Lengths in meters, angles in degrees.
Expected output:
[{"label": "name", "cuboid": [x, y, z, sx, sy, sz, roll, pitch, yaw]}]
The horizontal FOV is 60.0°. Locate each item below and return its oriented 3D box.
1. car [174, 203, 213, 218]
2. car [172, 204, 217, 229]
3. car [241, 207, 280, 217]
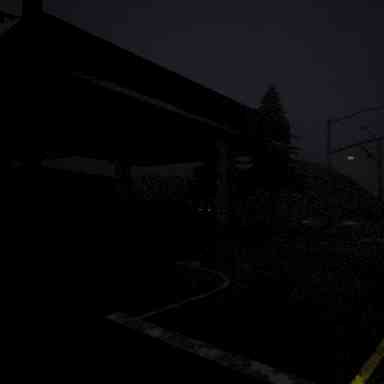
[{"label": "car", "cuboid": [0.148, 2.200, 40.614, 4.553, 1.767, 2.097, -1, -2, 42]}, {"label": "car", "cuboid": [0.083, 1.869, 25.897, 3.866, 1.878, 1.905, -1, -2, 42]}, {"label": "car", "cuboid": [7.076, 2.238, 34.305, 4.181, 1.385, 1.994, -1, -2, 42]}]
